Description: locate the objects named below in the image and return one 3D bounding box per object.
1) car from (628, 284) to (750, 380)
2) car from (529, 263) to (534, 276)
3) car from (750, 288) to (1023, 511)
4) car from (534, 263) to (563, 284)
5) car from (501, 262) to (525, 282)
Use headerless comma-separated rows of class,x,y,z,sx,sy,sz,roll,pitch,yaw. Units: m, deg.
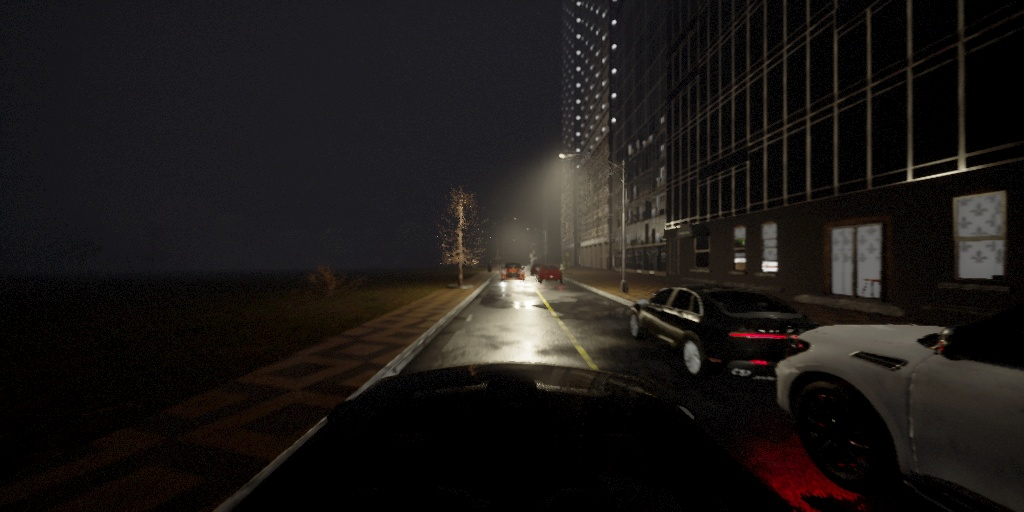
car,3.906,1.324,7.393,1.837,1.490,4.892,0,0,0
car,3.155,1.578,42.889,1.882,1.535,5.008,0,0,1
car,3.889,0.996,1.427,2.150,2.045,5.566,0,0,0
car,3.116,1.477,30.379,1.882,1.535,5.008,0,0,1
car,0.092,1.349,32.301,2.097,1.767,4.553,0,0,0
